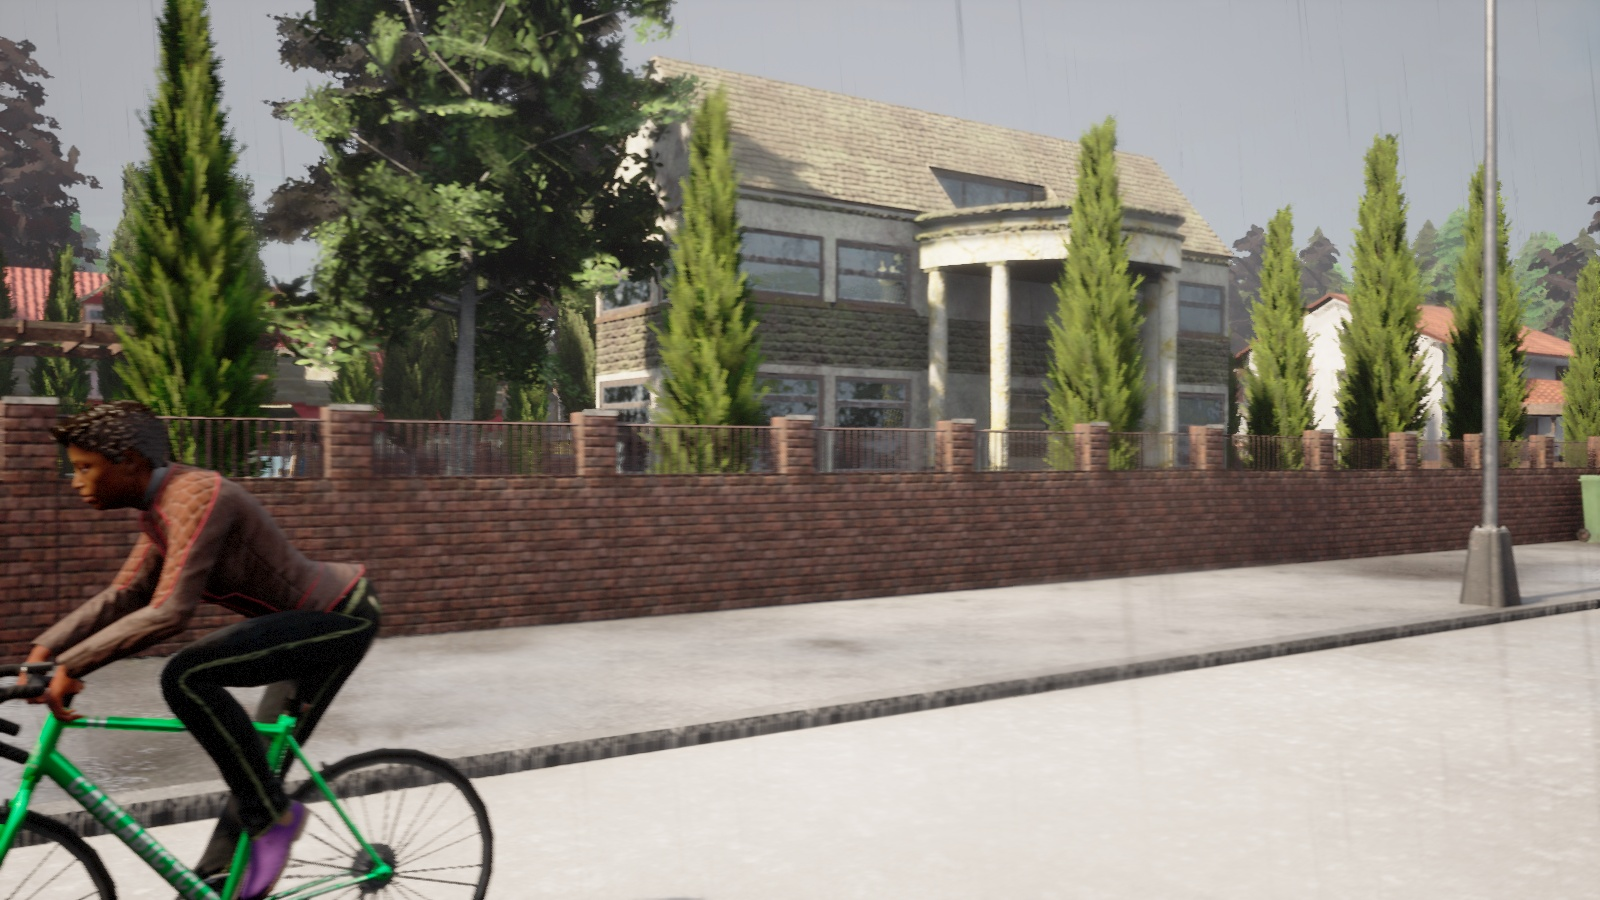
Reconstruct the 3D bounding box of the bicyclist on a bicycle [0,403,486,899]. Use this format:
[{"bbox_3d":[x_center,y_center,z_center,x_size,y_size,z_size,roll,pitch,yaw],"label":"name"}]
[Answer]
[{"bbox_3d":[-1.683,0.709,3.097,1.656,1.620,0.582,0,0,-35],"label":"bicyclist on a bicycle"}]
